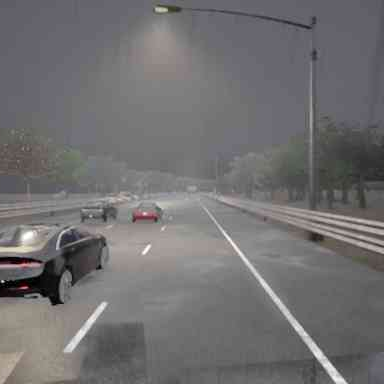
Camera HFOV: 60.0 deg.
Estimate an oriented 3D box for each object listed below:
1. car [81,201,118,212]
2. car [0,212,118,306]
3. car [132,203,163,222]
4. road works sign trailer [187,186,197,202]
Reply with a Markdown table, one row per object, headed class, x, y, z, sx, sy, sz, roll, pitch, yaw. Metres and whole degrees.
| class | x | y | z | sx | sy | sz | roll | pitch | yaw |
| --- | --- | --- | --- | --- | --- | --- | --- | --- | --- |
| car | -6.900 | 1.447 | 25.116 | 2.128 | 1.511 | 4.902 | 0 | 0 | 0 |
| car | -3.401 | 1.478 | 8.000 | 2.128 | 1.511 | 4.902 | 0 | 0 | 0 |
| car | -3.398 | 1.518 | 25.954 | 1.994 | 1.385 | 4.181 | 0 | 0 | 0 |
| road works sign trailer | 0.002 | 0.302 | 73.899 | 2.380 | 3.560 | 2.880 | 0 | 0 | 0 |
